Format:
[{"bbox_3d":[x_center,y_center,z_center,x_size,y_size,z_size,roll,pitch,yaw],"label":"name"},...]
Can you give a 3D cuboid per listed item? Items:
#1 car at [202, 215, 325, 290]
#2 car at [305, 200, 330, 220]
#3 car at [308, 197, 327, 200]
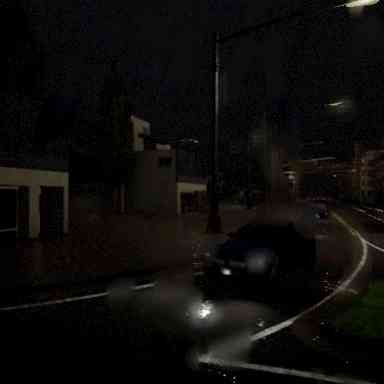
[{"bbox_3d":[2.157,1.579,9.535,1.812,1.442,4.674,0,0,36],"label":"car"},{"bbox_3d":[11.624,1.752,30.839,2.033,1.411,5.357,0,0,20],"label":"car"},{"bbox_3d":[19.662,1.886,52.302,1.812,1.442,4.674,1,0,-14],"label":"car"}]
